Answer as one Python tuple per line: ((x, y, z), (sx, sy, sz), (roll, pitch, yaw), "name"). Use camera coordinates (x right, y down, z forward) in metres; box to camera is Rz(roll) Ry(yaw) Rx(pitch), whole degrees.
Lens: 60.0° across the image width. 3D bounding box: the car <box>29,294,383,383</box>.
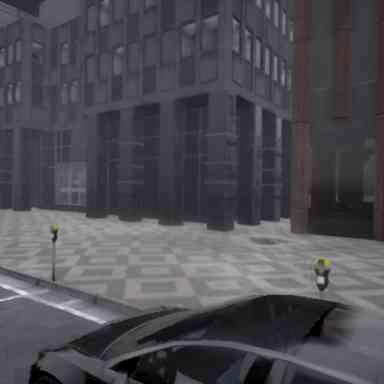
((0.523, 1.549, 2.589), (4.313, 1.339, 1.947), (1, 1, 35), "car")
